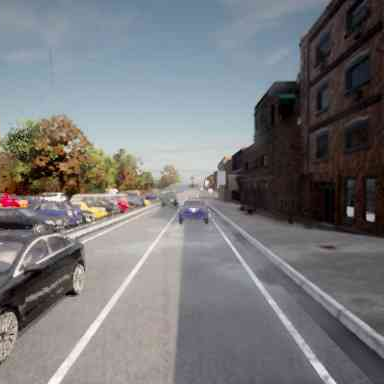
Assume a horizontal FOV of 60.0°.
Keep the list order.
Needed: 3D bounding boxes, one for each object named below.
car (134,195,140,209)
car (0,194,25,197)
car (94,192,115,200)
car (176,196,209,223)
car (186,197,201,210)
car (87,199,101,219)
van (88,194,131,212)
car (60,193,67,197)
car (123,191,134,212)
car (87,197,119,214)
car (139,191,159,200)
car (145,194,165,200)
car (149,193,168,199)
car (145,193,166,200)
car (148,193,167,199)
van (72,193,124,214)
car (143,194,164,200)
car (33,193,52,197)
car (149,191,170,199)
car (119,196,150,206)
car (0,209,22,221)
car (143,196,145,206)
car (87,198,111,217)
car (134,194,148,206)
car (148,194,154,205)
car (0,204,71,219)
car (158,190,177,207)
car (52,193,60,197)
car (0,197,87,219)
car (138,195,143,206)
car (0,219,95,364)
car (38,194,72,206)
[{"bbox_3d":[-9.282,1.452,40.231,4.892,1.521,2.231,0,0,0],"label":"car"},{"bbox_3d":[-22.411,1.205,37.383,5.566,2.045,2.435,0,0,0],"label":"car"},{"bbox_3d":[-21.795,1.015,83.053,4.553,1.767,2.185,0,0,0],"label":"car"},{"bbox_3d":[0.127,1.317,25.085,2.097,1.767,4.553,0,0,0],"label":"car"},{"bbox_3d":[0.155,1.419,43.006,1.837,1.490,4.892,0,0,0],"label":"car"},{"bbox_3d":[-9.379,1.490,23.532,4.892,1.521,2.231,0,0,0],"label":"car"},{"bbox_3d":[-9.187,1.232,37.322,4.442,1.987,1.878,0,0,0],"label":"van"},{"bbox_3d":[-22.340,1.171,51.432,5.566,2.045,2.435,0,0,0],"label":"car"},{"bbox_3d":[-9.288,1.213,34.664,5.566,2.045,2.435,0,0,0],"label":"car"},{"bbox_3d":[-9.339,1.478,29.098,4.892,1.521,2.231,0,0,0],"label":"car"},{"bbox_3d":[-9.320,1.196,77.340,4.792,1.488,2.163,0,0,0],"label":"car"},{"bbox_3d":[-9.249,1.182,82.992,4.674,1.452,2.002,0,0,0],"label":"car"},{"bbox_3d":[-9.186,1.106,91.468,5.008,1.535,2.097,0,0,0],"label":"car"},{"bbox_3d":[-9.410,1.127,85.819,5.366,1.575,1.946,0,0,0],"label":"car"},{"bbox_3d":[-9.198,1.118,88.644,5.008,1.535,2.097,0,0,0],"label":"car"},{"bbox_3d":[-9.214,1.245,31.880,4.442,1.987,1.878,0,0,0],"label":"van"},{"bbox_3d":[-9.271,1.194,80.166,4.674,1.452,2.002,0,0,0],"label":"car"},{"bbox_3d":[-22.372,1.310,45.738,4.553,1.767,2.185,0,0,0],"label":"car"},{"bbox_3d":[-9.131,0.842,94.293,5.566,2.045,2.435,0,0,0],"label":"car"},{"bbox_3d":[-9.234,1.458,54.005,4.674,1.452,2.002,-1,0,1],"label":"car"},{"bbox_3d":[-9.400,1.536,12.398,4.792,1.488,2.163,0,0,0],"label":"car"},{"bbox_3d":[-9.263,1.478,45.797,4.674,1.452,2.002,0,0,0],"label":"car"},{"bbox_3d":[-9.544,1.480,26.316,5.366,1.575,1.946,0,0,0],"label":"car"},{"bbox_3d":[-9.275,1.460,48.581,4.792,1.488,2.163,0,0,0],"label":"car"},{"bbox_3d":[-9.046,1.421,51.363,5.366,1.575,1.946,0,0,0],"label":"car"},{"bbox_3d":[-9.404,1.539,17.965,4.674,1.452,2.002,0,0,0],"label":"car"},{"bbox_3d":[-3.258,1.121,48.929,2.150,2.045,5.566,0,0,0],"label":"car"},{"bbox_3d":[-22.358,1.304,48.523,4.553,1.767,2.185,0,0,0],"label":"car"},{"bbox_3d":[-9.356,1.369,20.747,4.553,1.767,2.185,0,0,0],"label":"car"},{"bbox_3d":[-9.245,1.474,43.014,4.792,1.488,2.163,0,0,0],"label":"car"},{"bbox_3d":[-3.347,1.488,5.835,2.128,1.511,4.902,0,0,0],"label":"car"},{"bbox_3d":[-22.266,1.290,54.218,4.553,1.767,2.185,0,0,0],"label":"car"}]
